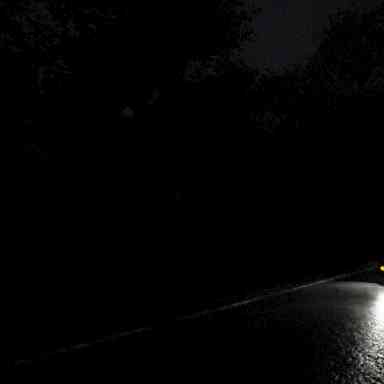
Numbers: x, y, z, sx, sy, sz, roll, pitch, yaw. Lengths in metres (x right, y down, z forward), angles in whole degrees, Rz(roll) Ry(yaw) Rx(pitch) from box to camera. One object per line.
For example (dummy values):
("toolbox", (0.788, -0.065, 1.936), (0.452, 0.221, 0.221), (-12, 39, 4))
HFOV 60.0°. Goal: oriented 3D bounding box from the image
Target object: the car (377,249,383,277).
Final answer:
("car", (6.727, 1.569, 8.763), (4.181, 1.385, 1.994), (0, 0, -35))
